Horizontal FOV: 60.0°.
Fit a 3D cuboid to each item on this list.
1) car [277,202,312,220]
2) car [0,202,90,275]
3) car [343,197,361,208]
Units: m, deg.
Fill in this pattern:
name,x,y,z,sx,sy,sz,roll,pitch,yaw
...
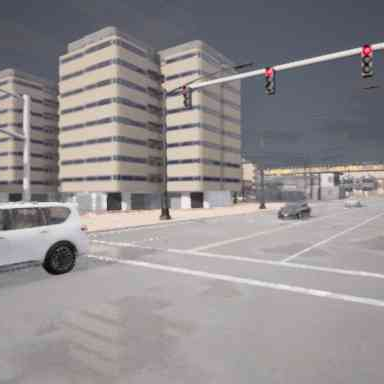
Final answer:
name,x,y,z,sx,sy,sz,roll,pitch,yaw
car,8.893,1.611,28.589,1.837,1.490,4.892,0,0,35
car,-5.323,1.303,8.553,2.150,2.045,5.566,0,0,35
car,24.177,1.534,50.138,1.812,1.442,4.674,0,0,35
